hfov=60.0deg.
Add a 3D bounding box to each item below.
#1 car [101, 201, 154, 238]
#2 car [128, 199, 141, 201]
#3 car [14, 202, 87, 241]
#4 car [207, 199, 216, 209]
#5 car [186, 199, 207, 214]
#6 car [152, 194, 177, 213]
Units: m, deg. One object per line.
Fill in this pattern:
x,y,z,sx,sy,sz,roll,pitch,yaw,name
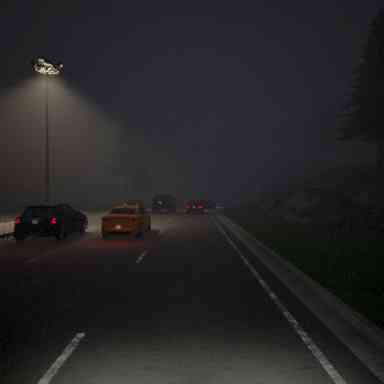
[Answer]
-3.400,1.477,17.843,1.882,1.535,5.008,0,0,0,car
-6.484,1.525,37.575,1.812,1.442,4.674,0,0,4,car
-6.901,1.352,16.771,2.097,1.767,4.553,0,0,0,car
1.922,1.564,44.425,1.994,1.385,4.181,0,0,14,car
0.334,1.547,35.218,2.033,1.411,5.357,0,0,3,car
-3.042,1.220,37.145,2.150,2.045,5.566,0,0,5,car
